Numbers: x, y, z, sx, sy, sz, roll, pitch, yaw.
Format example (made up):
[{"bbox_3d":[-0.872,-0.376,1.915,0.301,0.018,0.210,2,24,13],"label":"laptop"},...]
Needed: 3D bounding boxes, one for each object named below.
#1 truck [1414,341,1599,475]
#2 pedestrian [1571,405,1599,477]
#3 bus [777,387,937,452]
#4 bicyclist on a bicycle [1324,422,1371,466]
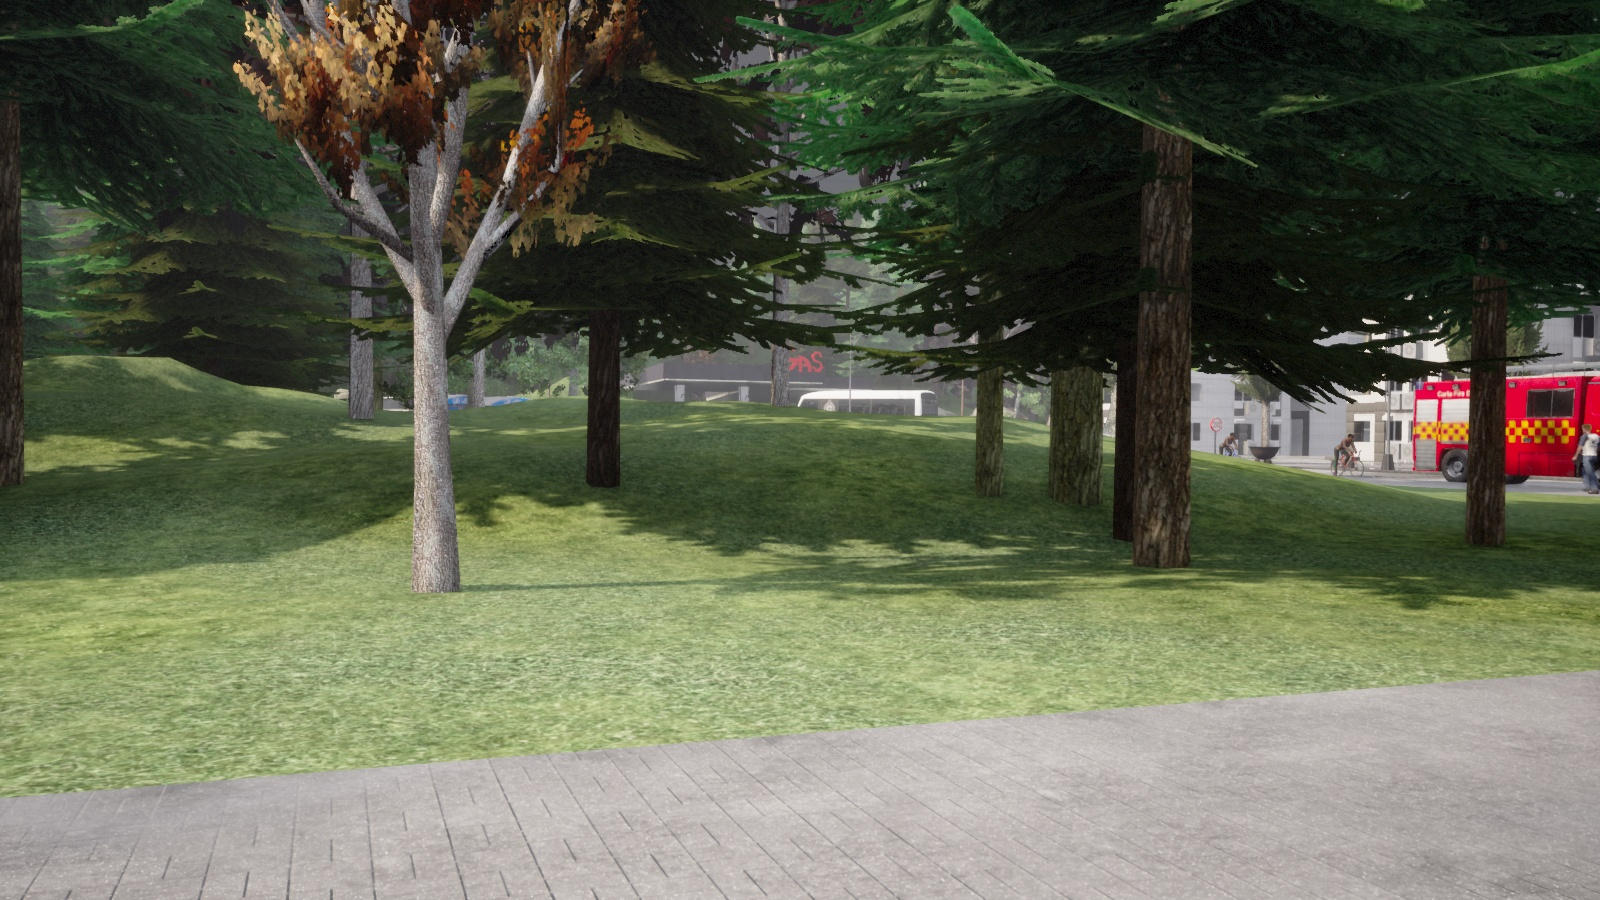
[{"bbox_3d":[23.339,-1.245,38.456,2.891,3.827,8.468,-1,1,-20],"label":"truck"},{"bbox_3d":[20.301,-0.238,32.348,0.354,1.836,0.706,-1,1,-19],"label":"pedestrian"},{"bbox_3d":[3.888,-2.027,86.253,10.273,4.253,3.944,0,1,30],"label":"bus"},{"bbox_3d":[20.321,-0.227,46.636,0.582,1.620,1.656,-1,1,-20],"label":"bicyclist on a bicycle"}]
